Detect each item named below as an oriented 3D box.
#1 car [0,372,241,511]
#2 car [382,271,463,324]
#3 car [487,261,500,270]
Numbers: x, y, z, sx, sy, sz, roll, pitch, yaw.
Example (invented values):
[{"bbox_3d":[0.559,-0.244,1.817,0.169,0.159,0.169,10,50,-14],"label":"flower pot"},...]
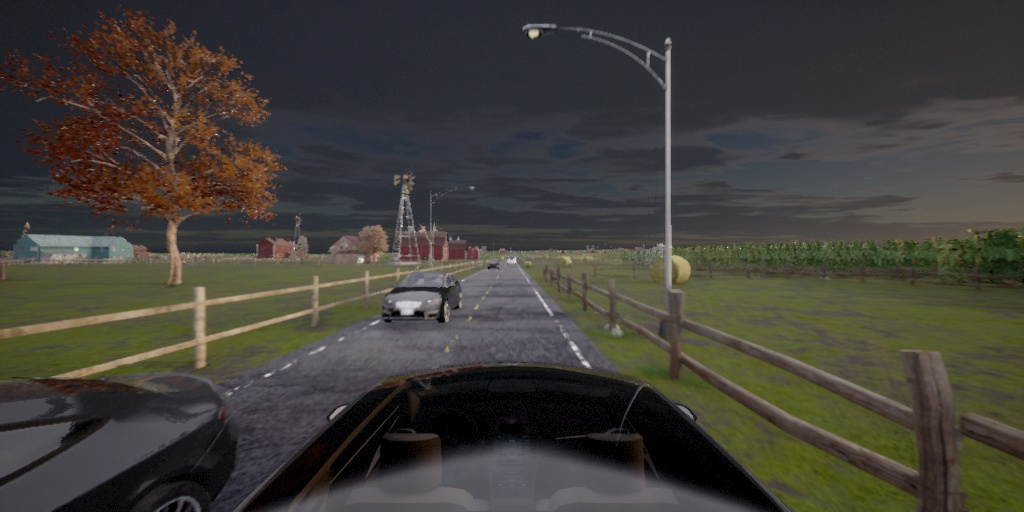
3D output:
[{"bbox_3d":[-2.846,1.276,0.717,1.812,1.442,4.674,0,0,0],"label":"car"},{"bbox_3d":[-2.843,1.264,12.217,2.128,1.511,4.902,0,0,0],"label":"car"},{"bbox_3d":[-2.828,1.438,56.271,2.033,1.411,5.357,0,0,1],"label":"car"}]
